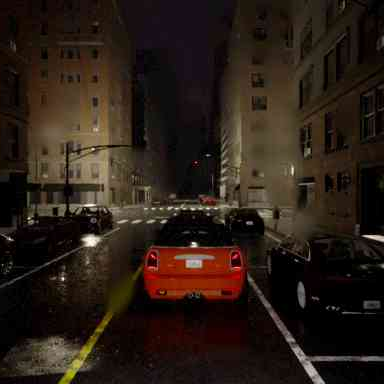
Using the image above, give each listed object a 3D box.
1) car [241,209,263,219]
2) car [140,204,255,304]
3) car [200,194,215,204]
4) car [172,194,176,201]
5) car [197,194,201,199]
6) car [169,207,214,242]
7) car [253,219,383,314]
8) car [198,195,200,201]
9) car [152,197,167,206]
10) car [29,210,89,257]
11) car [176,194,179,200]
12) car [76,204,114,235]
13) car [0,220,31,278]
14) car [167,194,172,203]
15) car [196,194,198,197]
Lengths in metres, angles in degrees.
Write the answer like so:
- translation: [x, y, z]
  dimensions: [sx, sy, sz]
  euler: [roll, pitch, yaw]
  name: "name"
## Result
- translation: [2.836, 1.565, 18.450]
  dimensions: [1.947, 1.339, 4.313]
  euler: [0, 0, 0]
  name: "car"
- translation: [0.054, 1.351, 8.309]
  dimensions: [2.097, 1.767, 4.553]
  euler: [0, 0, 0]
  name: "car"
- translation: [2.827, 1.473, 55.540]
  dimensions: [1.967, 1.590, 4.097]
  euler: [0, 0, 0]
  name: "car"
- translation: [-5.680, 1.622, 82.416]
  dimensions: [1.752, 1.417, 4.829]
  euler: [0, 0, 0]
  name: "car"
- translation: [2.841, 1.520, 77.176]
  dimensions: [1.967, 1.590, 4.097]
  euler: [0, 0, 0]
  name: "car"
- translation: [-0.015, 1.564, 16.963]
  dimensions: [1.994, 1.385, 4.181]
  euler: [0, 0, 0]
  name: "car"
- translation: [2.848, 1.550, 7.448]
  dimensions: [2.008, 1.369, 4.403]
  euler: [0, 0, 0]
  name: "car"
- translation: [2.835, 1.603, 66.358]
  dimensions: [2.008, 1.369, 4.403]
  euler: [0, 0, 0]
  name: "car"
- translation: [-5.697, 1.615, 55.544]
  dimensions: [1.802, 1.307, 4.206]
  euler: [0, 0, 0]
  name: "car"
- translation: [-5.684, 1.581, 12.939]
  dimensions: [1.802, 1.307, 4.206]
  euler: [0, 0, 0]
  name: "car"
- translation: [-5.673, 1.452, 93.404]
  dimensions: [2.192, 1.841, 5.009]
  euler: [0, 0, 0]
  name: "car"
- translation: [-5.690, 1.440, 18.441]
  dimensions: [1.967, 1.590, 4.097]
  euler: [0, 0, 0]
  name: "car"
- translation: [-5.677, 1.565, 7.438]
  dimensions: [1.947, 1.339, 4.313]
  euler: [0, 0, 0]
  name: "car"
- translation: [-5.690, 1.603, 66.360]
  dimensions: [2.008, 1.369, 4.403]
  euler: [0, 0, 0]
  name: "car"
- translation: [2.848, 1.556, 87.994]
  dimensions: [1.967, 1.590, 4.097]
  euler: [0, 0, 0]
  name: "car"
